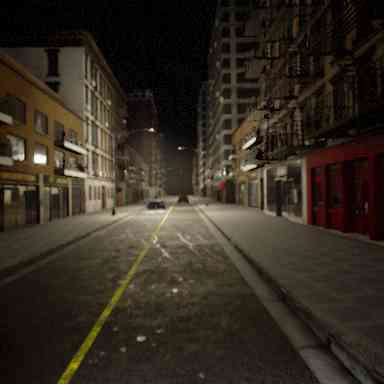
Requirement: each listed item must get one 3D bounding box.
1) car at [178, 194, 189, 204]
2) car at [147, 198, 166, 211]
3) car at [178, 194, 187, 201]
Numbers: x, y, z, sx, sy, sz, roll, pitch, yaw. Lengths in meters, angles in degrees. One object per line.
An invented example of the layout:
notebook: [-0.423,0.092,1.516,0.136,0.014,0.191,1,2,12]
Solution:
car: [-1.525,1.273,58.222,1.812,1.442,4.674,-1,0,-2]
car: [-4.165,1.456,39.758,1.994,1.385,4.181,-1,0,-1]
car: [-2.174,1.158,76.965,1.882,1.535,5.008,-1,0,-2]
